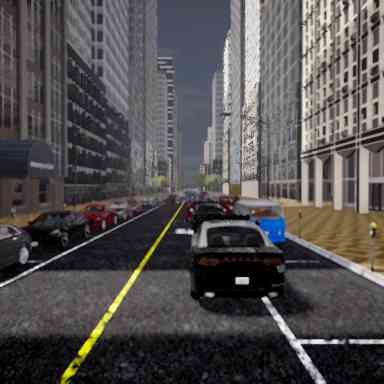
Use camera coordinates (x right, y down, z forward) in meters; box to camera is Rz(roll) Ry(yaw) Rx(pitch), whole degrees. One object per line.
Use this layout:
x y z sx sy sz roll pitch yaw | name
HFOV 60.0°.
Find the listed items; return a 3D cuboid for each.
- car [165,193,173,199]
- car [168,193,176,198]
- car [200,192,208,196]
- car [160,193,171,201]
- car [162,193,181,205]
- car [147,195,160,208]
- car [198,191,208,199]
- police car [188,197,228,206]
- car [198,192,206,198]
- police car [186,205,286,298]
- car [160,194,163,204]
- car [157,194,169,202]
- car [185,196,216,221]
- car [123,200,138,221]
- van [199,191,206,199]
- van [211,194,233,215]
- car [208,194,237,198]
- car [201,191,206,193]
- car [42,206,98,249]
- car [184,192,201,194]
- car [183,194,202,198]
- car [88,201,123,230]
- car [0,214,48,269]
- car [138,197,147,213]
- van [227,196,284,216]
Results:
-5.651 0.994 82.131 1.752 1.417 4.829 -1 0 0 | car
-5.644 0.959 93.668 1.947 1.339 4.313 -1 0 0 | car
2.713 1.203 53.878 2.008 1.369 4.403 -1 0 0 | car
-5.658 0.982 70.933 1.967 1.590 4.097 -1 0 0 | car
-2.992 1.184 50.096 1.837 1.490 4.892 0 0 0 | car
-5.674 1.277 42.516 2.008 1.369 4.403 -1 0 0 | car
2.727 0.782 82.295 2.192 1.841 5.009 -1 0 0 | car
0.910 1.305 18.551 1.930 1.638 5.238 0 0 0 | police car
2.736 0.833 93.663 1.967 1.590 4.097 -1 0 0 | car
0.904 1.369 8.550 1.930 1.638 5.238 0 0 0 | police car
-5.667 1.203 53.883 2.008 1.369 4.403 -1 0 0 | car
-5.661 1.160 65.250 1.802 1.307 4.206 -1 0 0 | car
0.656 1.319 24.539 1.882 1.535 5.008 0 0 7 | car
-5.685 1.386 25.466 2.008 1.369 4.403 -1 0 0 | car
2.731 0.771 87.978 1.690 1.788 3.998 -1 0 0 | van
2.698 1.140 31.143 1.690 1.788 3.998 -1 0 0 | van
2.694 1.151 25.459 2.192 1.841 5.009 -1 0 0 | car
2.724 0.820 76.611 2.192 1.841 5.009 -1 0 0 | car
-5.690 1.474 14.099 1.947 1.339 4.313 -1 0 0 | car
0.034 0.968 59.422 2.097 1.767 4.553 0 0 0 | car
0.041 1.305 45.911 1.895 1.301 4.718 0 0 0 | car
-5.687 1.417 19.782 1.887 1.381 4.507 -1 0 0 | car
-5.694 1.496 8.415 2.008 1.369 4.403 -1 0 0 | car
-5.680 1.381 31.150 1.802 1.307 4.206 -1 0 0 | car
2.688 1.250 14.092 1.690 1.788 3.998 -1 0 0 | van
